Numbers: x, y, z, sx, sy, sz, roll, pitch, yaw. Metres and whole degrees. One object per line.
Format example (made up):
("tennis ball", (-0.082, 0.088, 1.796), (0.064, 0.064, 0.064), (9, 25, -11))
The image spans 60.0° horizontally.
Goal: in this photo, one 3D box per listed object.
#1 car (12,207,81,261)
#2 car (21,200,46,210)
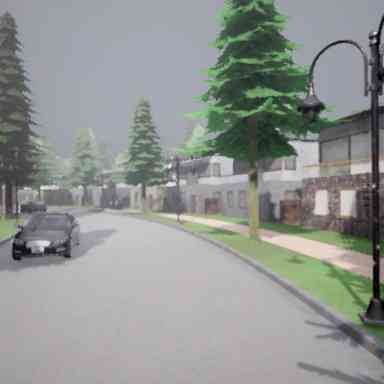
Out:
("car", (-5.392, 1.557, 12.813), (2.128, 1.511, 4.902), (0, 0, -13))
("car", (-18.499, 1.746, 38.849), (1.837, 1.490, 4.892), (0, 0, -42))
